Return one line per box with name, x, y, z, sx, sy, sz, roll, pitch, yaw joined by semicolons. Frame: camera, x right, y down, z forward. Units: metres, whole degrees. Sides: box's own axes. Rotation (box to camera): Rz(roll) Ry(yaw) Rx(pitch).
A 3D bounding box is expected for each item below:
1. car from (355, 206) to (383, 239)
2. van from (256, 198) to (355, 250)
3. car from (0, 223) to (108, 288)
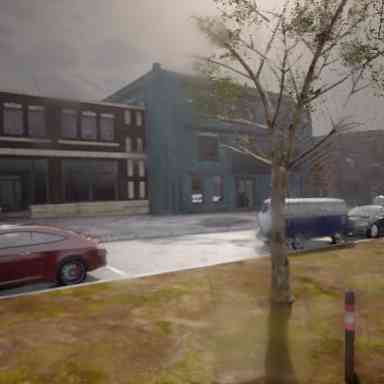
car;9.253;1.473;17.328;4.892;1.521;2.231;2;-1;-37
van;4.628;1.247;14.023;4.442;1.987;1.878;0;0;-33
car;-4.290;1.471;7.632;4.674;1.452;2.002;0;0;-35
